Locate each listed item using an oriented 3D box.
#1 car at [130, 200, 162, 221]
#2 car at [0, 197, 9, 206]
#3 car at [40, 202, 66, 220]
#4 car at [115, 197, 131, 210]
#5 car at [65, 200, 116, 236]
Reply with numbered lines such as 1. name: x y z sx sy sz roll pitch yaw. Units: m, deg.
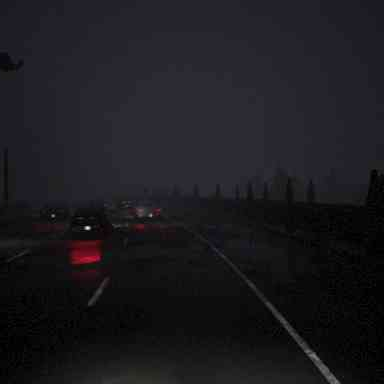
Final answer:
1. car: -3.488 1.414 25.730 1.812 1.442 4.674 0 0 -14
2. car: -25.181 1.409 43.675 2.033 1.411 5.357 0 0 -24
3. car: -11.057 1.503 27.154 1.895 1.301 4.718 0 0 -16
4. car: -8.401 1.337 40.393 1.837 1.490 4.892 0 0 -22
5. car: -5.344 1.434 18.095 1.837 1.490 4.892 0 0 -10
